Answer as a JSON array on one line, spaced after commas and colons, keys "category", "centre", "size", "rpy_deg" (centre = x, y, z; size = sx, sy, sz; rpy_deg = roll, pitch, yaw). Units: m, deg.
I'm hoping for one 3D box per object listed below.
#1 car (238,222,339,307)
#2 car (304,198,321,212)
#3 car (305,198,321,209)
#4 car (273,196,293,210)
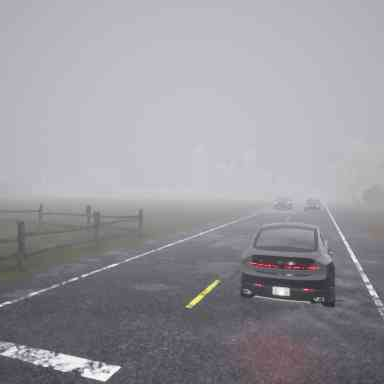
[{"category": "car", "centre": [2.429, 1.501, 8.126], "size": [1.837, 1.490, 4.892], "rpy_deg": [0, 0, 21]}, {"category": "car", "centre": [14.213, 1.535, 39.107], "size": [2.033, 1.411, 5.357], "rpy_deg": [0, 0, 21]}, {"category": "car", "centre": [16.982, 1.550, 46.494], "size": [1.994, 1.385, 4.181], "rpy_deg": [0, 0, 21]}, {"category": "car", "centre": [11.650, 1.339, 42.308], "size": [2.097, 1.767, 4.553], "rpy_deg": [0, 0, 21]}]
